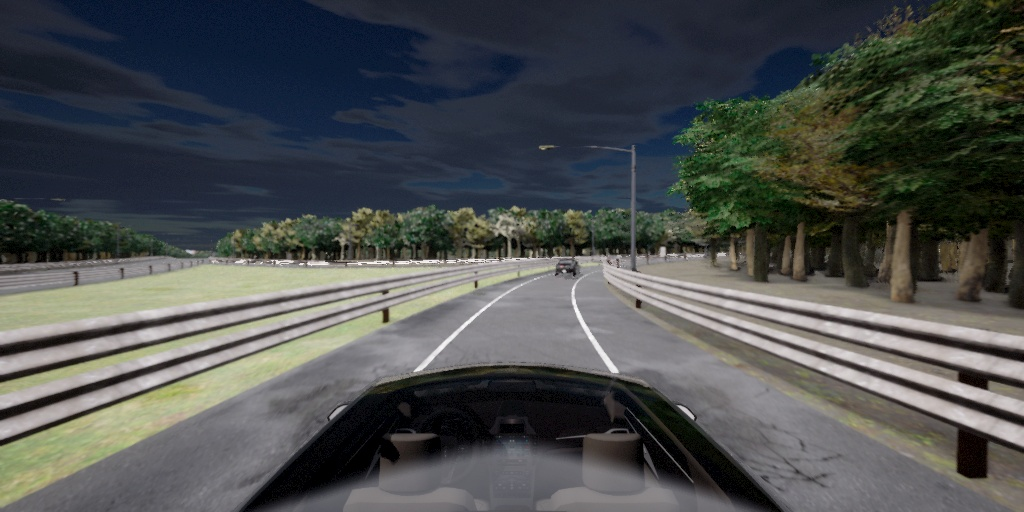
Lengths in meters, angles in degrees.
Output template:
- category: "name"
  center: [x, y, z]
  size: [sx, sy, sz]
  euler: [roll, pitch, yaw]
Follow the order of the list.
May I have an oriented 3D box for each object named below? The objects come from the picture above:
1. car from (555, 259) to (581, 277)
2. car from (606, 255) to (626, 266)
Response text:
- category: "car"
  center: [5.241, 1.045, 33.156]
  size: [1.837, 1.490, 4.892]
  euler: [0, 0, 18]
- category: "car"
  center: [16.244, 0.672, 56.103]
  size: [2.097, 1.767, 4.553]
  euler: [1, 1, 32]
